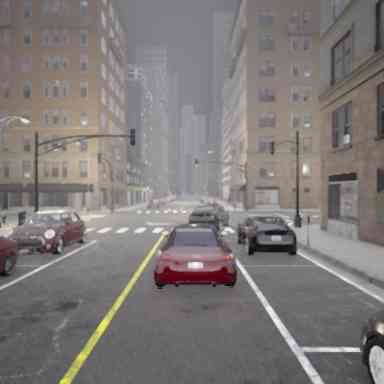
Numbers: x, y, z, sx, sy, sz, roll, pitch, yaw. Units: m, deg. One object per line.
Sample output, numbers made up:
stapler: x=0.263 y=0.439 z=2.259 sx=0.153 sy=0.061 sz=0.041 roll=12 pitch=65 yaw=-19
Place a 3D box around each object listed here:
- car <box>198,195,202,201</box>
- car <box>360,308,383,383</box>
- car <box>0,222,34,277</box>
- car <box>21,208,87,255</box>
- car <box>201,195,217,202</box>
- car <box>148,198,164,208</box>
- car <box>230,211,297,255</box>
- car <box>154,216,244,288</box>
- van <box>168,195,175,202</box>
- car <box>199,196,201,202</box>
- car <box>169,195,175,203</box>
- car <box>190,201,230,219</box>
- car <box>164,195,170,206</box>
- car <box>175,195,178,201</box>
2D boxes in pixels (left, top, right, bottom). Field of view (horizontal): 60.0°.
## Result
car: x=2.866 y=1.751 z=72.013 sx=1.967 sy=1.590 sz=4.097 roll=0 pitch=0 yaw=0
car: x=2.855 y=1.558 z=2.285 sx=2.008 sy=1.369 sz=4.403 roll=0 pitch=0 yaw=0
car: x=-5.675 y=1.607 z=7.778 sx=1.802 sy=1.307 sz=4.206 roll=0 pitch=0 yaw=0
car: x=-5.680 y=1.483 z=13.280 sx=1.967 sy=1.590 sz=4.097 roll=0 pitch=0 yaw=0
car: x=2.847 y=1.635 z=50.377 sx=1.967 sy=1.590 sz=4.097 roll=0 pitch=0 yaw=0
car: x=-5.678 y=1.777 z=50.382 sx=1.802 sy=1.307 sz=4.206 roll=0 pitch=0 yaw=0
car: x=2.846 y=1.609 z=13.287 sx=1.947 sy=1.339 sz=4.313 roll=0 pitch=0 yaw=0
car: x=0.079 y=1.594 z=9.344 sx=1.994 sy=1.385 sz=4.181 roll=0 pitch=0 yaw=0
van: x=-5.639 y=1.801 z=93.651 sx=1.690 sy=1.788 sz=3.998 roll=0 pitch=0 yaw=0
car: x=2.857 y=1.799 z=61.195 sx=2.008 sy=1.369 sz=4.403 roll=0 pitch=0 yaw=0
car: x=-5.653 y=1.869 z=77.255 sx=1.752 sy=1.417 sz=4.829 roll=0 pitch=0 yaw=0
car: x=1.230 y=1.573 z=20.924 sx=1.837 sy=1.490 sz=4.892 roll=-1 pitch=0 yaw=18
car: x=-5.667 y=1.799 z=61.199 sx=2.008 sy=1.369 sz=4.403 roll=0 pitch=0 yaw=0
car: x=-5.644 y=1.734 z=88.243 sx=2.192 sy=1.841 sz=5.009 roll=0 pitch=0 yaw=0
